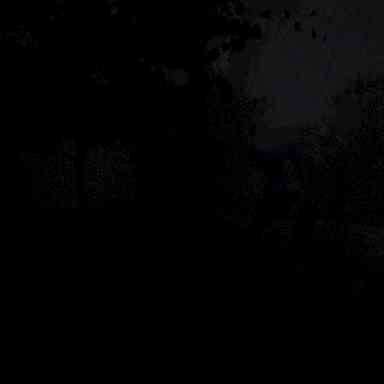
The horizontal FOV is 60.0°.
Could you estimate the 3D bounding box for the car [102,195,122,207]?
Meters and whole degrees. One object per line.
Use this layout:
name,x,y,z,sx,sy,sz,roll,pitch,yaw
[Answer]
car,-11.145,1.213,46.117,1.882,1.535,5.008,1,1,-26

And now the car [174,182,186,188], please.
car,-3.388,-2.049,92.604,2.097,1.767,4.553,1,5,21
